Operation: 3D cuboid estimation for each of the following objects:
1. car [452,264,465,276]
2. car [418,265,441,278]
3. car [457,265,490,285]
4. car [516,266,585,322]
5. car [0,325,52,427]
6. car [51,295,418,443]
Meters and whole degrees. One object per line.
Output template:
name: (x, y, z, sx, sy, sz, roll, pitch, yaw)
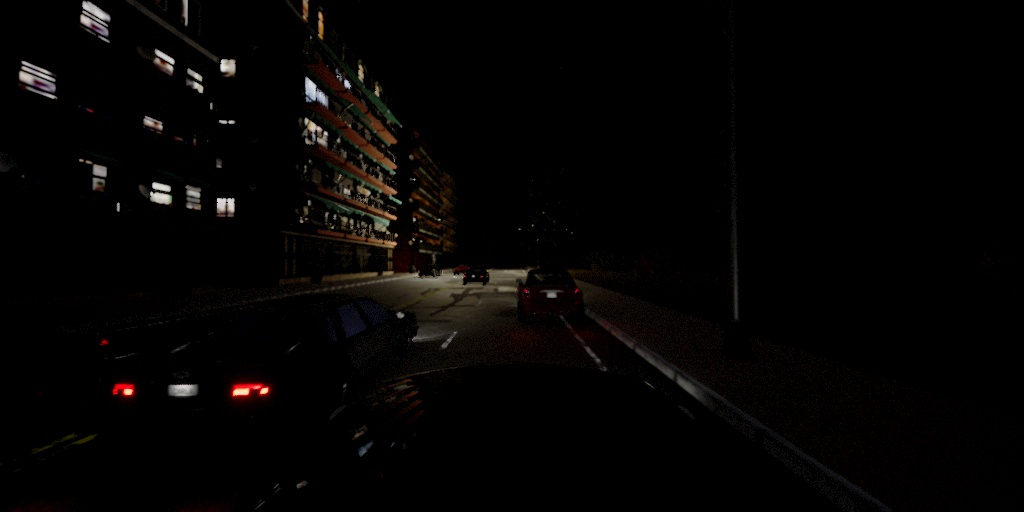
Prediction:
car: (-6.263, 1.813, 45.824, 1.812, 1.442, 4.674, 0, -1, 0)
car: (-9.546, 1.753, 41.695, 1.837, 1.490, 4.892, 0, -1, 0)
car: (-2.931, 1.640, 29.939, 2.033, 1.411, 5.357, 0, -1, 0)
car: (1.231, 1.233, 13.049, 2.097, 1.767, 4.553, 0, -1, 0)
car: (-6.576, 1.350, 3.286, 1.994, 1.385, 4.181, 0, -1, 0)
car: (-3.106, 1.355, 5.914, 2.033, 1.411, 5.357, 0, -1, 0)
